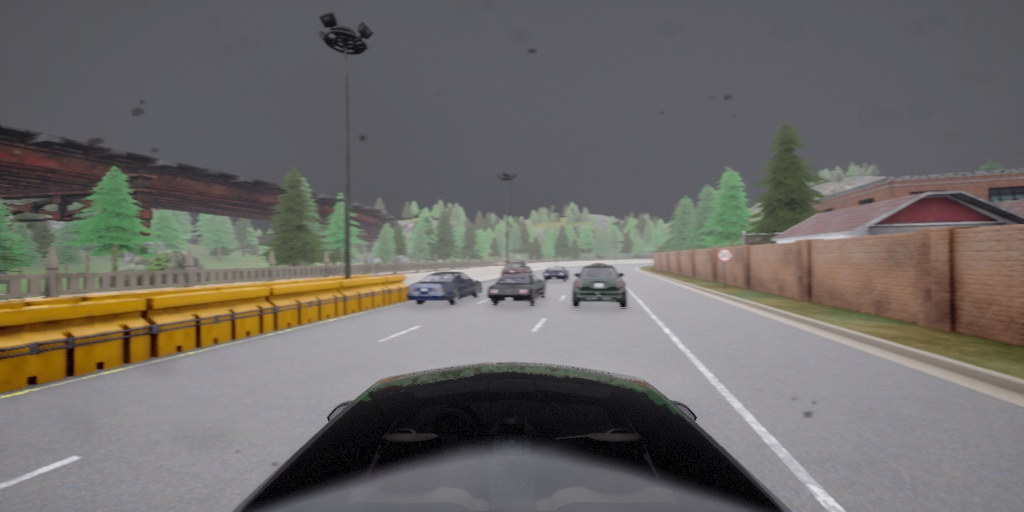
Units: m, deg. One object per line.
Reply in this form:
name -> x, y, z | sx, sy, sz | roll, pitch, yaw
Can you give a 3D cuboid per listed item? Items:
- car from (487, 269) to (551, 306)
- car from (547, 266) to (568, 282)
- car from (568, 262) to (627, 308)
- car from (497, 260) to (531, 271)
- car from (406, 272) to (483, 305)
car -> 0.409, 1.454, 16.526 | 1.895, 1.301, 4.718 | -1, 0, 14
car -> 3.916, 1.515, 31.110 | 1.895, 1.301, 4.718 | -1, 0, 14
car -> 3.803, 1.152, 15.686 | 2.097, 1.767, 4.553 | -1, -1, 14
car -> 0.505, 1.314, 31.907 | 2.097, 1.767, 4.553 | -1, -1, 14
car -> -3.023, 1.450, 17.231 | 2.033, 1.411, 5.357 | -1, 0, 14
